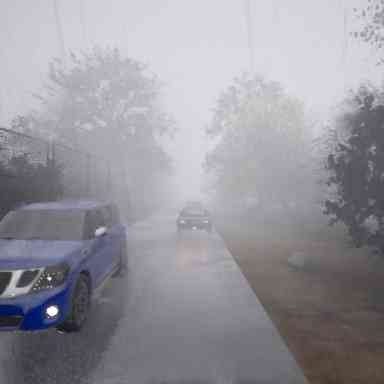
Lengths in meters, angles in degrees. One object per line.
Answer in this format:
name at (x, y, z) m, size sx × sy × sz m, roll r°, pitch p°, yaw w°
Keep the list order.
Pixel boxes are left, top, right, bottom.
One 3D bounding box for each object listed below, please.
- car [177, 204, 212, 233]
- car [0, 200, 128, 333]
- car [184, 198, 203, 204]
car at (0.139, 1.595, 19.621) m, size 1.895 × 1.301 × 4.718 m, roll 0°, pitch 0°, yaw 0°
car at (-2.838, 1.220, 7.142) m, size 2.150 × 2.045 × 5.566 m, roll 0°, pitch 0°, yaw 0°
car at (0.188, 1.493, 37.572) m, size 1.837 × 1.490 × 4.892 m, roll 0°, pitch 0°, yaw 0°
